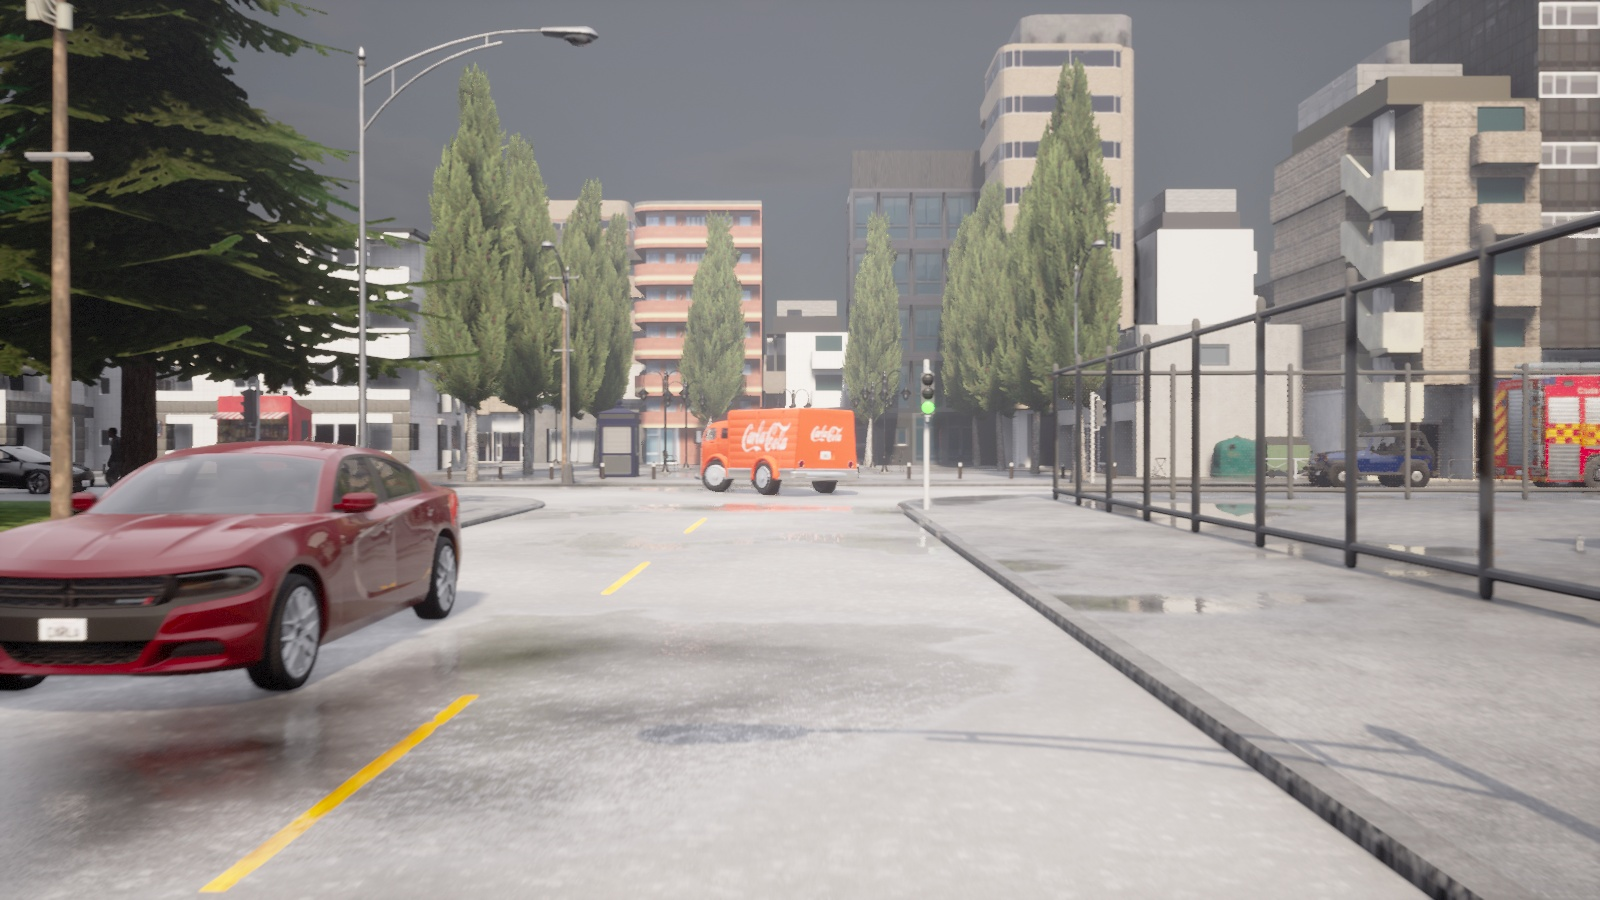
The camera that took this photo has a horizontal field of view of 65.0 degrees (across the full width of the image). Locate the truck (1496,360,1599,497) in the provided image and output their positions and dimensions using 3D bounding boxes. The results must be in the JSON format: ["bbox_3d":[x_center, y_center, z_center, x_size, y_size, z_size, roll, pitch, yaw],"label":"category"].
[{"bbox_3d":[25.208,-0.603,36.372,8.468,3.827,2.891,0,0,1],"label":"truck"}]

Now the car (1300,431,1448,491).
[{"bbox_3d":[18.408,0.329,40.394,3.866,1.878,1.905,0,0,0],"label":"car"}]

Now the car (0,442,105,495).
[{"bbox_3d":[-23.228,0.522,36.565,4.792,1.488,2.163,0,0,1],"label":"car"}]

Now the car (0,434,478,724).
[{"bbox_3d":[-3.942,0.669,9.148,1.882,1.535,5.008,0,0,0],"label":"car"}]

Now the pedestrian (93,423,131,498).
[{"bbox_3d":[-17.046,0.267,31.136,0.703,1.840,0.431,0,0,-4],"label":"pedestrian"}]

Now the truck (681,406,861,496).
[{"bbox_3d":[-0.935,0.045,37.327,2.627,2.467,5.204,1,-1,-40],"label":"truck"}]
